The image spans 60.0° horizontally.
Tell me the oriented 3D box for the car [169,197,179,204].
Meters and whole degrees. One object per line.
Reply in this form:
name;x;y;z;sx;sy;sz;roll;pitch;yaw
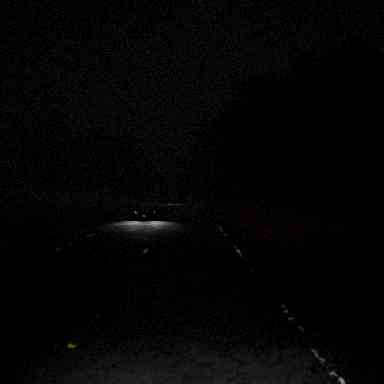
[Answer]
car;-3.692;1.701;68.205;2.033;1.411;5.357;0;0;-1

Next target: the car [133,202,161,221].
car;-3.601;1.532;27.316;1.812;1.442;4.674;0;0;0
